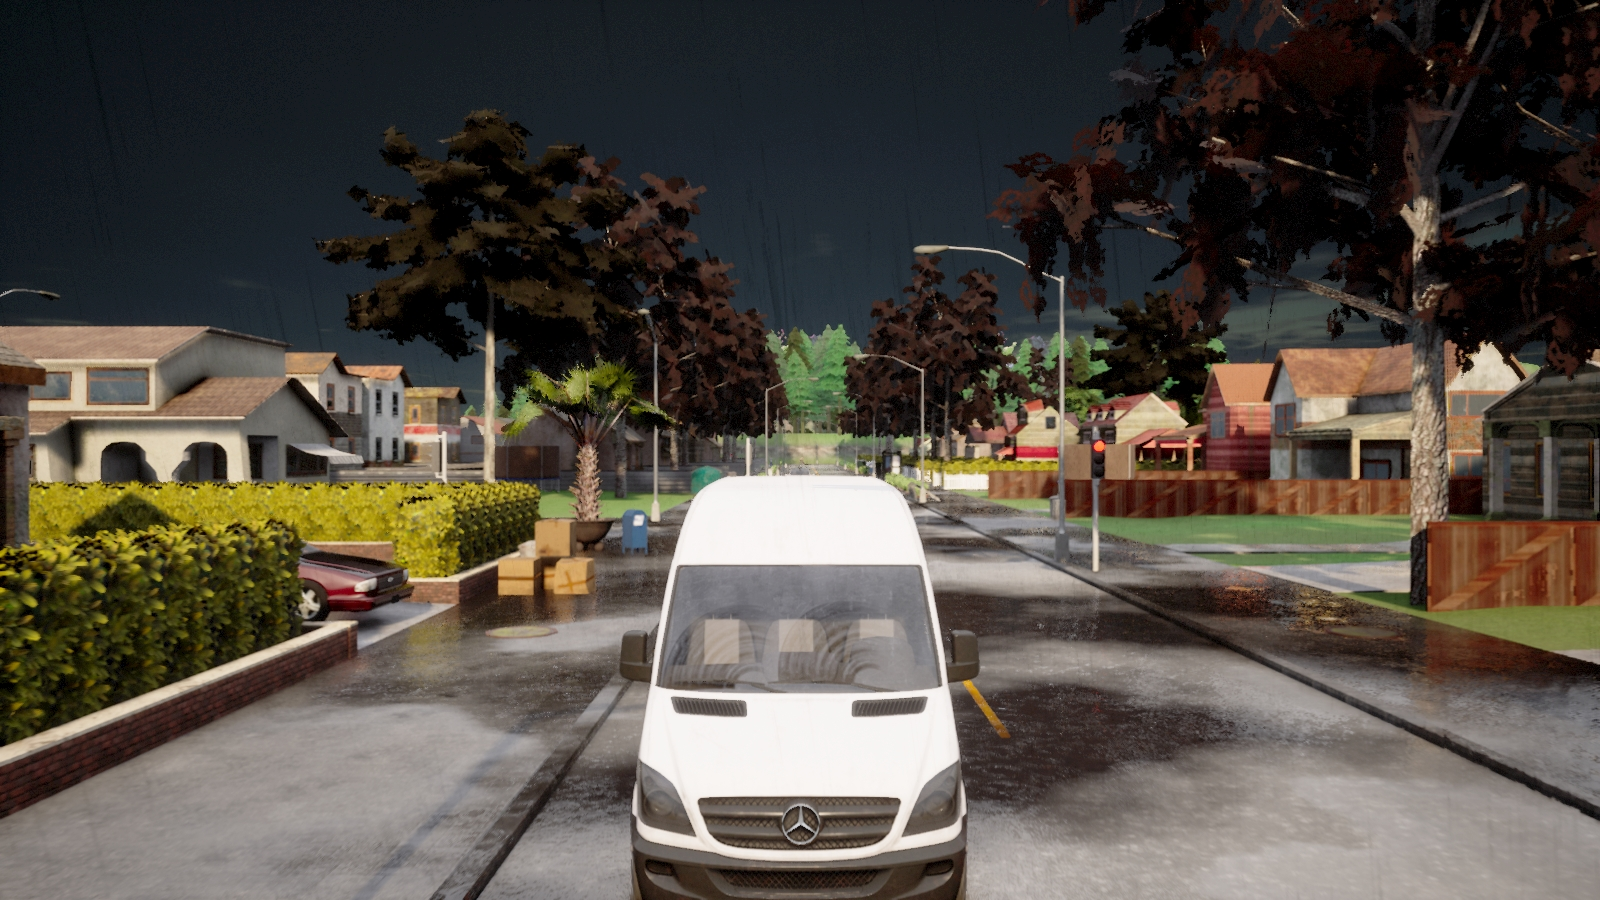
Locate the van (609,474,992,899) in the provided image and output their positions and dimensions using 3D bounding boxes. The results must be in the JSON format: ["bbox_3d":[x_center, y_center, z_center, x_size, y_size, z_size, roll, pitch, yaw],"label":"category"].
[{"bbox_3d":[0.002,1.535,8.884,1.988,2.561,5.915,0,0,0],"label":"van"}]
